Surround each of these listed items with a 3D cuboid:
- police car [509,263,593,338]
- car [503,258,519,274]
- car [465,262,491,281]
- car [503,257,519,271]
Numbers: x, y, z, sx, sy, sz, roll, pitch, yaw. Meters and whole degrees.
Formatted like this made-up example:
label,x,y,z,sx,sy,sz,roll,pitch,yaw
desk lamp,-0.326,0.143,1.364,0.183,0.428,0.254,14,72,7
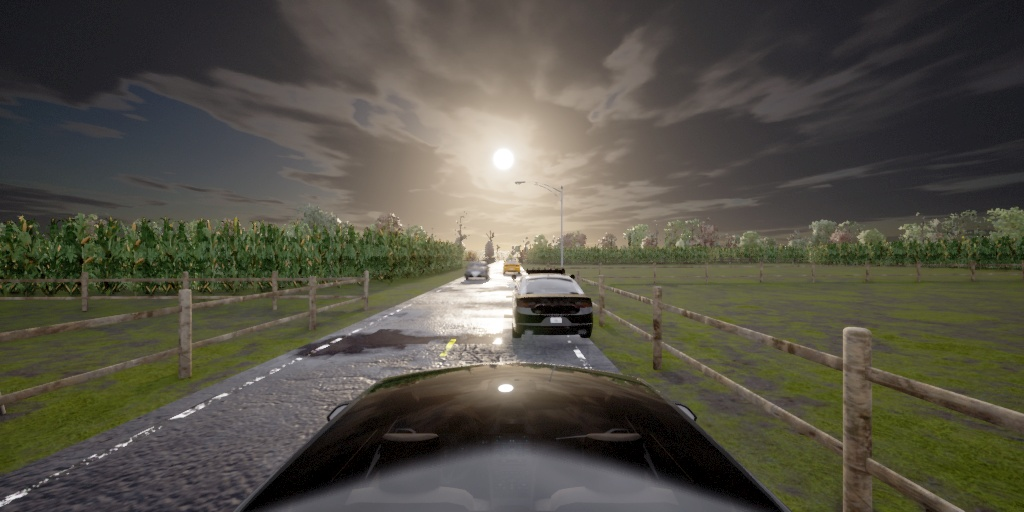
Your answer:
label,x,y,z,sx,sy,sz,roll,pitch,yaw
police car,0.943,1.175,10.292,1.930,1.638,5.238,0,0,0
car,-0.020,1.211,40.487,1.882,1.535,5.008,0,0,0
car,-2.824,1.234,30.088,2.128,1.511,4.902,0,0,0
car,-0.105,1.072,50.583,2.097,1.767,4.553,0,0,0
